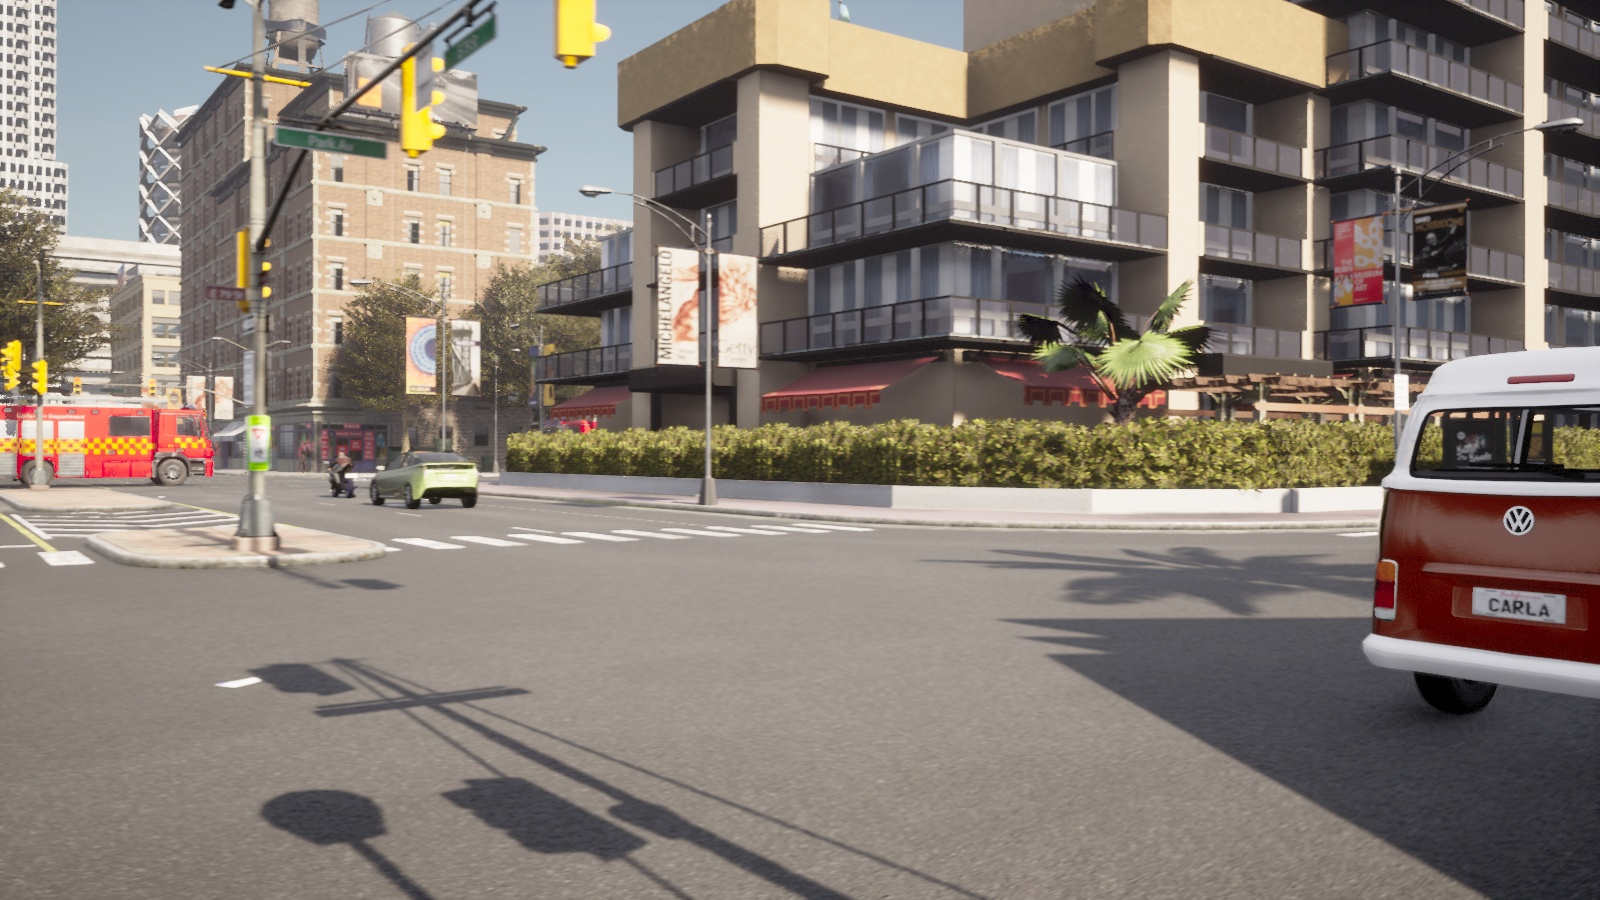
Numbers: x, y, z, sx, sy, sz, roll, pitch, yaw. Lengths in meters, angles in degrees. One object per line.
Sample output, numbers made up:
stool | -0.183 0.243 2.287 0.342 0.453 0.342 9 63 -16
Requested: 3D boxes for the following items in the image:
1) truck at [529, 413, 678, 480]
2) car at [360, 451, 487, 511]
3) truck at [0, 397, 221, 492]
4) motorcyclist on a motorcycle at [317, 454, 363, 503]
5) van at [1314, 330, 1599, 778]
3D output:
truck | -11.719 -0.211 75.483 8.468 3.827 2.891 0 0 -36
car | -10.378 0.798 34.396 2.007 1.525 4.514 0 0 -35
truck | -29.738 -0.225 53.949 8.468 3.827 2.891 0 0 -36
motorcyclist on a motorcycle | -14.995 0.912 40.913 0.866 1.530 2.191 0 0 -35
van | 5.254 0.475 7.317 4.480 2.038 2.069 0 0 -35
